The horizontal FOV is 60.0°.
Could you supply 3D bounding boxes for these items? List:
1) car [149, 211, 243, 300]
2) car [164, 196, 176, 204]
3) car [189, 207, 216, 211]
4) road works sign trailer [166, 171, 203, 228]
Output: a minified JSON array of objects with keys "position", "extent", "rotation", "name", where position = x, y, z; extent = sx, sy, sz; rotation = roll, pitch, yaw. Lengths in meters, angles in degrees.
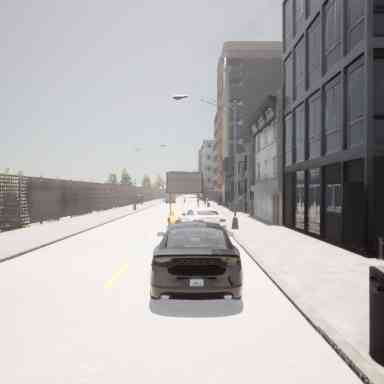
[{"position":[0.086,1.478,8.448],"extent":[1.882,1.535,5.008],"rotation":[0,0,0],"name":"car"},{"position":[-4.095,1.505,62.123],"extent":[1.837,1.490,4.892],"rotation":[0,0,0],"name":"car"},{"position":[0.518,1.539,17.794],"extent":[1.812,1.442,4.674],"rotation":[0,-1,-10],"name":"car"},{"position":[-0.516,0.465,21.271],"extent":[2.380,3.560,2.880],"rotation":[0,0,-16],"name":"road works sign trailer"}]
